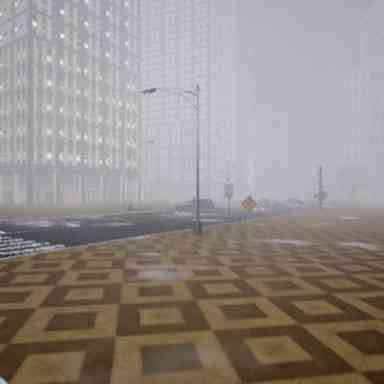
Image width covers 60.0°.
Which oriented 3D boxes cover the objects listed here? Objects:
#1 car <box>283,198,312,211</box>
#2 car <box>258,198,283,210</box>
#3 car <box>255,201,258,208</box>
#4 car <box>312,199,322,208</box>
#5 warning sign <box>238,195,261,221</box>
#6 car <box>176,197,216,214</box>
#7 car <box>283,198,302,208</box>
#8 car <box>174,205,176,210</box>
[{"bbox_3d":[14.257,1.788,44.684,1.895,1.301,4.718,0,0,33],"label":"car"},{"bbox_3d":[11.346,1.779,46.166,1.895,1.301,4.718,0,0,33],"label":"car"},{"bbox_3d":[11.177,1.743,52.009,1.812,1.442,4.674,0,0,32],"label":"car"},{"bbox_3d":[19.360,1.839,52.906,1.895,1.301,4.718,0,0,31],"label":"car"},{"bbox_3d":[4.280,1.177,24.761,1.300,1.860,1.060,1,0,34],"label":"warning sign"},{"bbox_3d":[0.725,1.437,36.352,2.097,1.767,4.553,0,0,34],"label":"car"},{"bbox_3d":[16.565,1.708,54.564,1.882,1.535,5.008,0,0,31],"label":"car"},{"bbox_3d":[0.024,1.646,41.096,2.033,1.411,5.357,0,0,34],"label":"car"}]
